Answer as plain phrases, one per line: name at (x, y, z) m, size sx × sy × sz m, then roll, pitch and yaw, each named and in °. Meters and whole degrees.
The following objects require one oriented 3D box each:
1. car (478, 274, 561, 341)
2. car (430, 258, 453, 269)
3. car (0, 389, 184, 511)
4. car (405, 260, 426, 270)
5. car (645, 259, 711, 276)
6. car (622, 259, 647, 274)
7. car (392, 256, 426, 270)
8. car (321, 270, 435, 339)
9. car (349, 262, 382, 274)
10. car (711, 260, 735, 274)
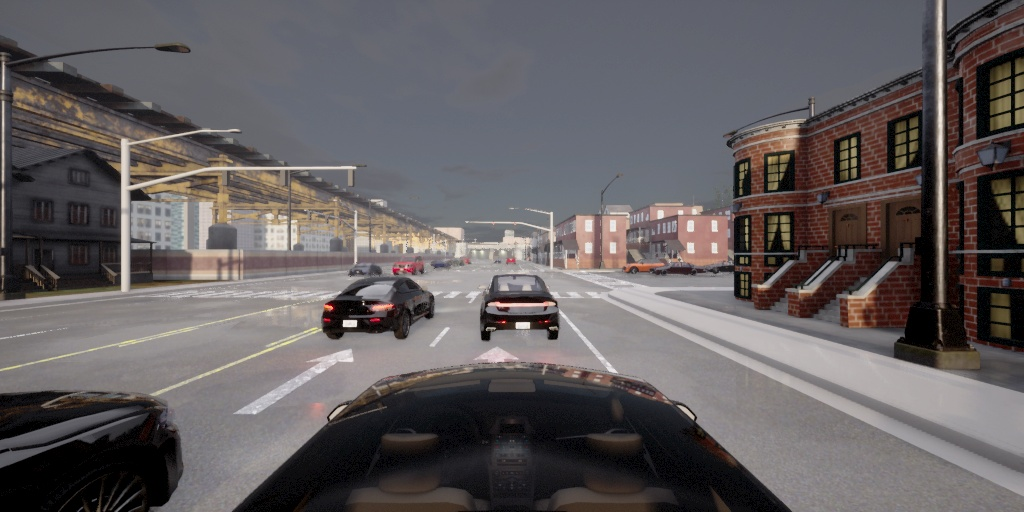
car at (0.092, 1.242, 9.918) m, size 2.128 × 1.511 × 4.902 m, roll 0°, pitch 0°, yaw -3°
car at (-10.740, 1.351, 54.822) m, size 1.895 × 1.301 × 4.718 m, roll 0°, pitch 0°, yaw 0°
car at (-3.395, 1.242, 0.684) m, size 2.128 × 1.511 × 4.902 m, roll 0°, pitch 0°, yaw 0°
car at (-14.235, 1.314, 53.325) m, size 1.994 × 1.385 × 4.181 m, roll 0°, pitch 0°, yaw 0°
car at (16.898, 1.297, 36.730) m, size 5.357 × 1.411 × 2.033 m, roll 0°, pitch 0°, yaw 0°
car at (14.742, 1.102, 40.214) m, size 4.553 × 1.767 × 2.097 m, roll 0°, pitch 0°, yaw 0°
car at (-10.701, 0.971, 37.476) m, size 2.150 × 2.045 × 5.566 m, roll 0°, pitch 0°, yaw 0°
car at (-3.450, 1.276, 9.951) m, size 1.812 × 1.442 × 4.674 m, roll 0°, pitch 0°, yaw 0°
car at (-14.193, 1.314, 34.964) m, size 1.994 × 1.385 × 4.181 m, roll 0°, pitch 0°, yaw 0°
car at (23.889, 1.241, 40.242) m, size 4.902 × 1.511 × 2.128 m, roll 0°, pitch 0°, yaw 0°
